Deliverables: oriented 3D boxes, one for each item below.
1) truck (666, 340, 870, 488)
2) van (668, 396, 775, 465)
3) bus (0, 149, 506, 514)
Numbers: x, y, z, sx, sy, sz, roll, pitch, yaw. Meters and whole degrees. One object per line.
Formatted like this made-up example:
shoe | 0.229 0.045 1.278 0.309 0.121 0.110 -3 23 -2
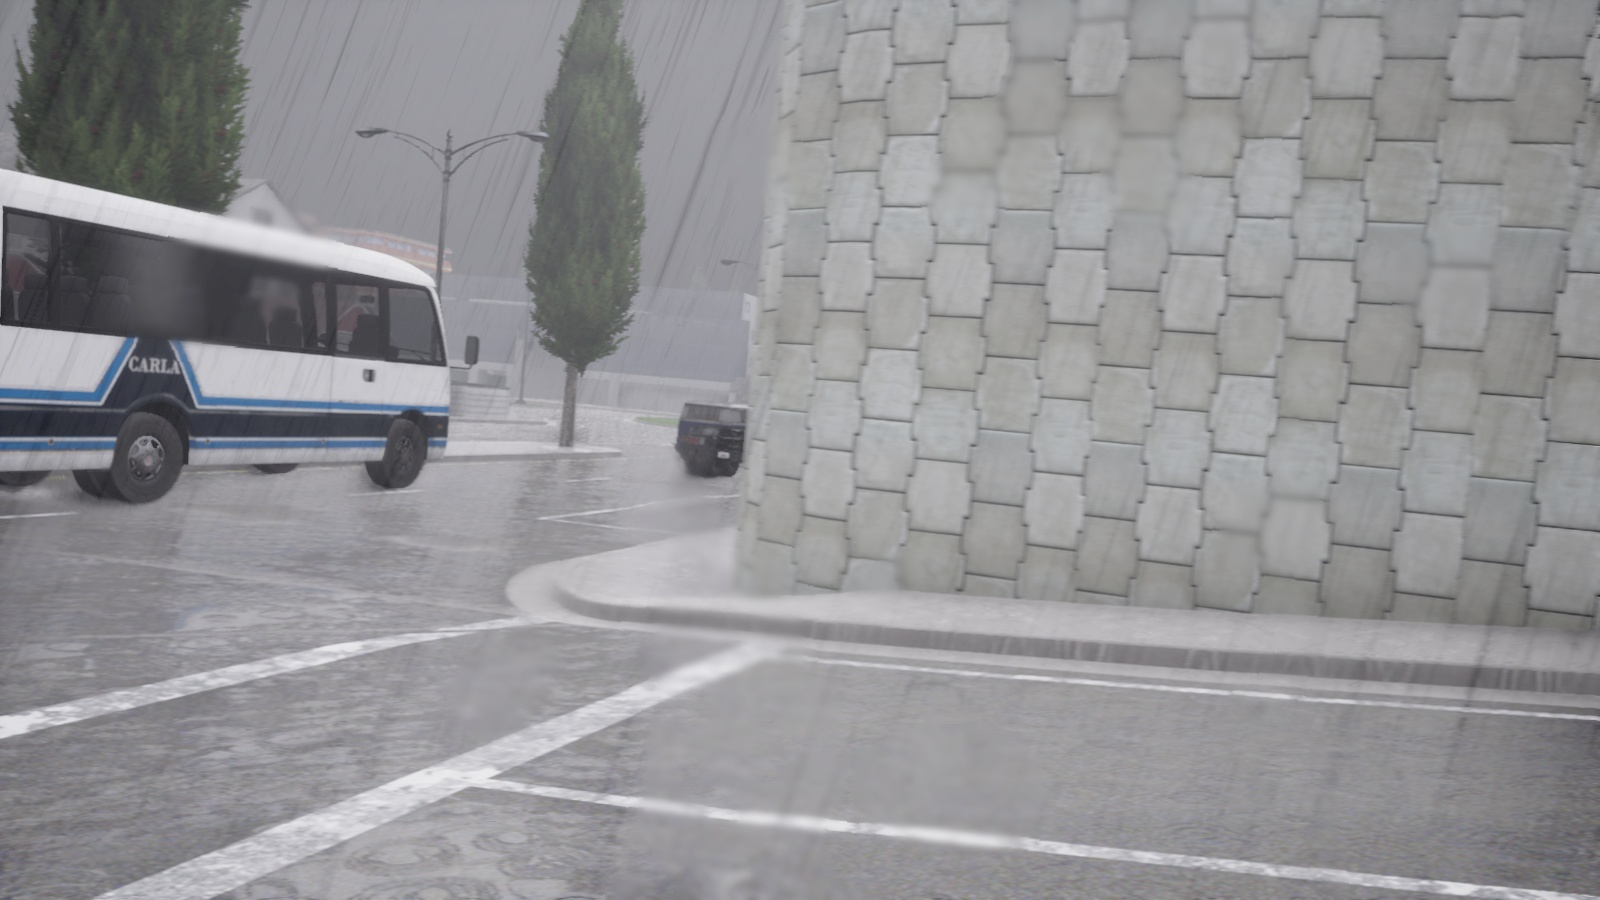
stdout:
truck | -0.651 -0.954 35.410 2.891 3.462 7.936 6 2 18
van | -2.503 -0.621 41.095 1.775 1.987 4.442 6 2 18
bus | -9.386 -1.601 20.131 3.944 4.253 10.273 6 2 18
